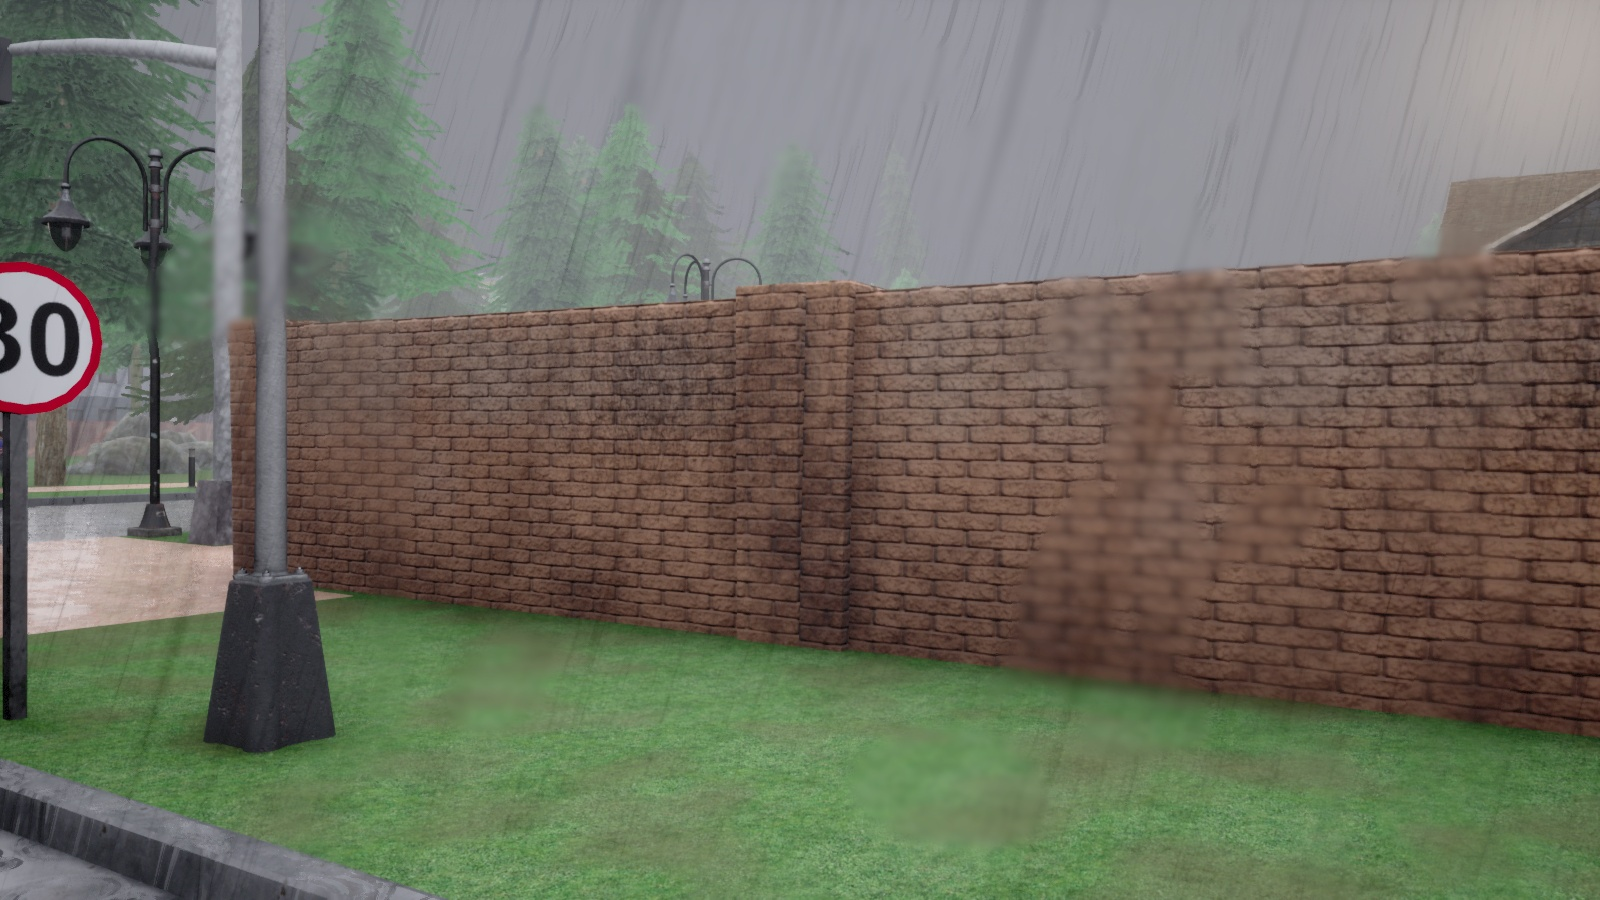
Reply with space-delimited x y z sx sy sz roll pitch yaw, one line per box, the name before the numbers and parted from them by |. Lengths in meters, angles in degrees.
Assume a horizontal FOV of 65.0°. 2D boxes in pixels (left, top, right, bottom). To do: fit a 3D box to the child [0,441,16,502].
child | -16.618 0.446 26.125 0.270 1.263 0.437 0 1 32
